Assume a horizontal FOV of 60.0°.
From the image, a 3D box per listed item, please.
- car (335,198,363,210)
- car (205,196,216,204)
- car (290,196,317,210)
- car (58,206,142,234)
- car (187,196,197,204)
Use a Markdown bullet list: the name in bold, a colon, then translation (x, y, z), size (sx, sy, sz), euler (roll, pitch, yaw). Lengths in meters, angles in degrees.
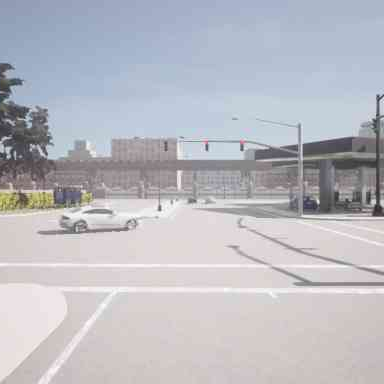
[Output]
- **car**: translation (18.995, 1.456, 40.486), size (1.970, 1.475, 3.806), euler (0, 0, 0)
- **car**: translation (3.563, 1.525, 64.414), size (1.812, 1.442, 4.674), euler (0, 0, 0)
- **car**: translation (13.249, 1.295, 39.729), size (2.242, 1.667, 4.611), euler (0, 0, 0)
- **car**: translation (-5.228, 1.526, 19.247), size (4.674, 1.442, 1.812), euler (0, 0, -26)
- **car**: translation (0.063, 1.547, 64.417), size (2.033, 1.411, 5.357), euler (0, 0, 0)
